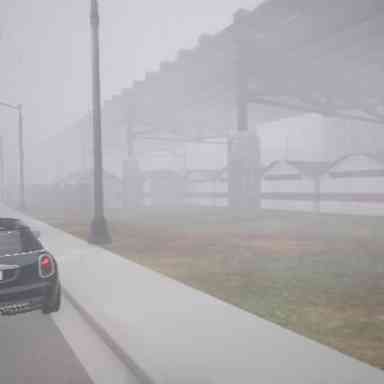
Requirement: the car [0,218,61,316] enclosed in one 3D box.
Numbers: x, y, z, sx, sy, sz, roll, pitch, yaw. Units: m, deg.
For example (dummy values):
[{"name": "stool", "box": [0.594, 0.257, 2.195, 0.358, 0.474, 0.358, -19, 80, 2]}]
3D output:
[{"name": "car", "box": [-4.249, 1.320, 6.884, 2.097, 1.767, 4.553, -2, 1, -34]}]
